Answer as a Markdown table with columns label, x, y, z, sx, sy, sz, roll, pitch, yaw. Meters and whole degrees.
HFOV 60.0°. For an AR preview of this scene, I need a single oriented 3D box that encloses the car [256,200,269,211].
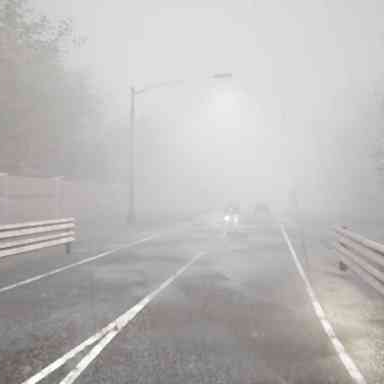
| label | x | y | z | sx | sy | sz | roll | pitch | yaw |
| --- | --- | --- | --- | --- | --- | --- | --- | --- | --- |
| car | 11.109 | 2.131 | 52.266 | 1.882 | 1.535 | 5.008 | 0 | 0 | 13 |

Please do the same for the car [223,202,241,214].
| label | x | y | z | sx | sy | sz | roll | pitch | yaw |
| --- | --- | --- | --- | --- | --- | --- | --- | --- | --- |
| car | 5.135 | 1.973 | 42.064 | 2.128 | 1.511 | 4.902 | 2 | 0 | 13 |

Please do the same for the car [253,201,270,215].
| label | x | y | z | sx | sy | sz | roll | pitch | yaw |
| --- | --- | --- | --- | --- | --- | --- | --- | --- | --- |
| car | 8.920 | 2.051 | 42.613 | 1.837 | 1.490 | 4.892 | 0 | -1 | 13 |
